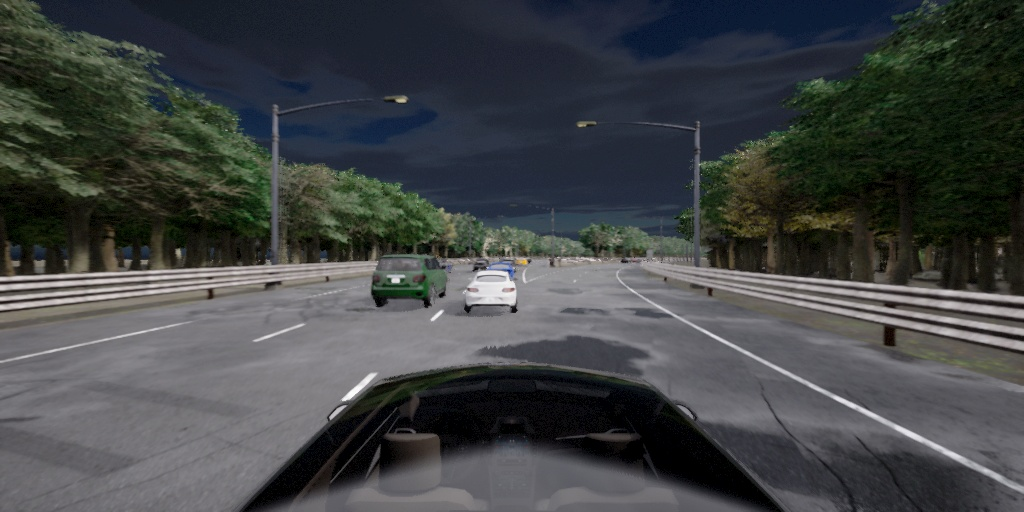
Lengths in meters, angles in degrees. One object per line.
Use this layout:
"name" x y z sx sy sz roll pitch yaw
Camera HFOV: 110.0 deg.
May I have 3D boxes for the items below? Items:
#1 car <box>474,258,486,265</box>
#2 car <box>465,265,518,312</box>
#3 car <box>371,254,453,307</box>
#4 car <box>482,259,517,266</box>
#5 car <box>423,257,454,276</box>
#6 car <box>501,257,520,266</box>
"car" -3.601 1.192 44.289 1.837 1.490 4.892 0 1 3
"car" -0.751 1.268 14.036 1.812 1.442 4.674 0 0 -1
"car" -4.156 0.949 15.377 2.150 2.045 5.566 0 0 -1
"car" -0.787 1.203 25.529 1.882 1.535 5.008 0 0 1
"car" -7.475 1.034 36.789 2.097 1.767 4.553 0 0 2
"car" -0.358 1.203 41.287 1.837 1.490 4.892 0 0 3
